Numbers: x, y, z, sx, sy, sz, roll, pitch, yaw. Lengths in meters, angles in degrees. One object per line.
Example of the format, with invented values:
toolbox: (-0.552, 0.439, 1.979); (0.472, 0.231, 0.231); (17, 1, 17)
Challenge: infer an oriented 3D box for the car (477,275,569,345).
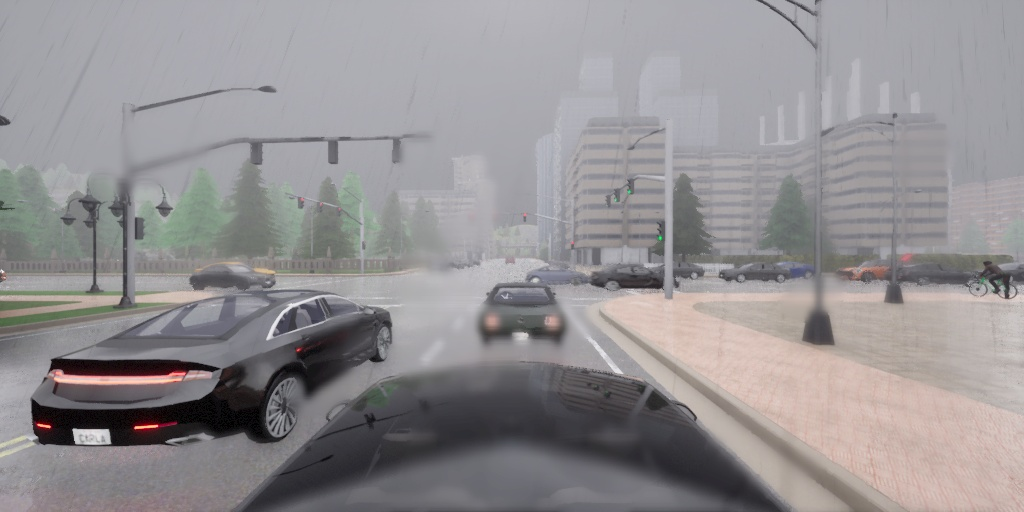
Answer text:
car: (0.263, 1.350, 9.464); (1.895, 1.301, 4.718); (0, 0, 1)

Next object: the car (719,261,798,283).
car: (18.485, 1.253, 27.406); (4.892, 1.490, 1.837); (0, 0, 2)

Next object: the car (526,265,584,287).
car: (2.966, 1.313, 24.216); (4.181, 1.385, 1.994); (0, 0, 2)

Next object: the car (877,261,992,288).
car: (27.426, 1.254, 23.407); (4.892, 1.490, 1.837); (0, 0, 2)

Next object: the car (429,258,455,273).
car: (-8.861, 1.239, 44.299); (2.128, 1.511, 4.902); (0, 0, 2)

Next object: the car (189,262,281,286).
car: (-19.177, 1.227, 24.952); (5.008, 1.535, 1.882); (0, 0, 2)

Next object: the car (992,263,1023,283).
car: (37.532, 1.226, 26.761); (5.008, 1.535, 1.882); (0, 0, 2)

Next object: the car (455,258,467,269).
car: (-8.525, 1.100, 54.027); (2.097, 1.767, 4.553); (0, 0, 2)

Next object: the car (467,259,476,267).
car: (-8.150, 1.252, 64.164); (1.837, 1.490, 4.892); (0, 0, 3)

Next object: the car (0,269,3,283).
car: (-34.813, 1.313, 21.999); (4.181, 1.385, 1.994); (0, 0, 2)

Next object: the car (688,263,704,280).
car: (13.964, 1.253, 31.057); (4.892, 1.490, 1.837); (0, 0, 2)

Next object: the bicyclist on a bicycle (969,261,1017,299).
bicyclist on a bicycle: (21.182, 1.050, 15.827); (0.582, 1.620, 1.656); (0, 0, 2)

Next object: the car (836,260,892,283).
car: (27.417, 1.101, 27.107); (4.553, 1.767, 2.097); (0, 0, 2)

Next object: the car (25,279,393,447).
car: (-3.330, 1.241, 5.313); (2.128, 1.511, 4.902); (0, 0, 1)

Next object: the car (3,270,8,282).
car: (-39.422, 1.100, 25.689); (4.553, 1.767, 2.097); (0, 0, 2)

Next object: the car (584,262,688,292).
car: (6.989, 1.227, 20.582); (5.008, 1.535, 1.882); (0, 0, 2)

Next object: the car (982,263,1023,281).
car: (43.478, 1.296, 30.047); (5.357, 1.411, 2.033); (0, 0, 2)

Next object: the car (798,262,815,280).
car: (23.311, 1.226, 30.748); (5.008, 1.535, 1.882); (0, 0, 2)

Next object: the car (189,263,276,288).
car: (-16.393, 1.275, 21.057); (4.674, 1.442, 1.812); (0, 0, 8)
